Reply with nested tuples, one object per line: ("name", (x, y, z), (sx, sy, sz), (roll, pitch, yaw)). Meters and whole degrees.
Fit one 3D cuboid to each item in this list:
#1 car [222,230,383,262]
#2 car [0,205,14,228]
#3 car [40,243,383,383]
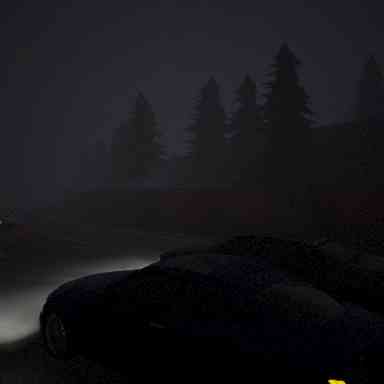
("car", (1.696, 1.562, 7.217), (5.357, 1.411, 2.033), (0, 0, 38))
("car", (-12.923, 1.589, 21.634), (1.812, 1.442, 4.674), (0, 0, -39))
("car", (-0.046, 1.535, 4.231), (4.674, 1.442, 1.812), (0, 0, 37))
